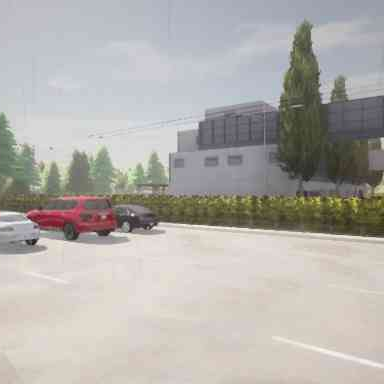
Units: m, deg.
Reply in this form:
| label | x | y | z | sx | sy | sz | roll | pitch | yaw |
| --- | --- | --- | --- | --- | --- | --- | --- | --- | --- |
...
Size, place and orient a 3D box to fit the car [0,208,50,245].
| label | x | y | z | sx | sy | sz | roll | pitch | yaw |
| --- | --- | --- | --- | --- | --- | --- | --- | --- | --- |
| car | -8.269 | 1.530 | 14.066 | 4.674 | 1.442 | 1.812 | 0 | 0 | 36 |

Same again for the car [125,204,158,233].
| label | x | y | z | sx | sy | sz | roll | pitch | yaw |
| --- | --- | --- | --- | --- | --- | --- | --- | --- | --- |
| car | -4.204 | 1.514 | 19.765 | 4.892 | 1.490 | 1.837 | 0 | 0 | 36 |

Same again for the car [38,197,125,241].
| label | x | y | z | sx | sy | sz | roll | pitch | yaw |
| --- | --- | --- | --- | --- | --- | --- | --- | --- | --- |
| car | -6.261 | 1.255 | 16.933 | 5.566 | 2.045 | 2.150 | 0 | 0 | 36 |
